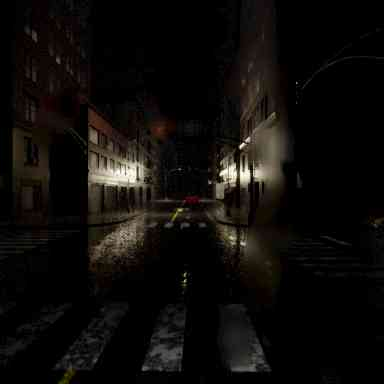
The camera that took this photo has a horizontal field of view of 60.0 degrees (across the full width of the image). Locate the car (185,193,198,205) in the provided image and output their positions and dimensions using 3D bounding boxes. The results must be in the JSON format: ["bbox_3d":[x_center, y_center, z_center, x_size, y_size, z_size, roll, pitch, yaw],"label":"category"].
[{"bbox_3d":[-0.034,1.187,60.135,2.150,2.045,5.566,0,0,0],"label":"car"}]

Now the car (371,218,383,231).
[{"bbox_3d":[12.383,1.514,18.053,4.829,1.417,1.752,0,0,0],"label":"car"}]
